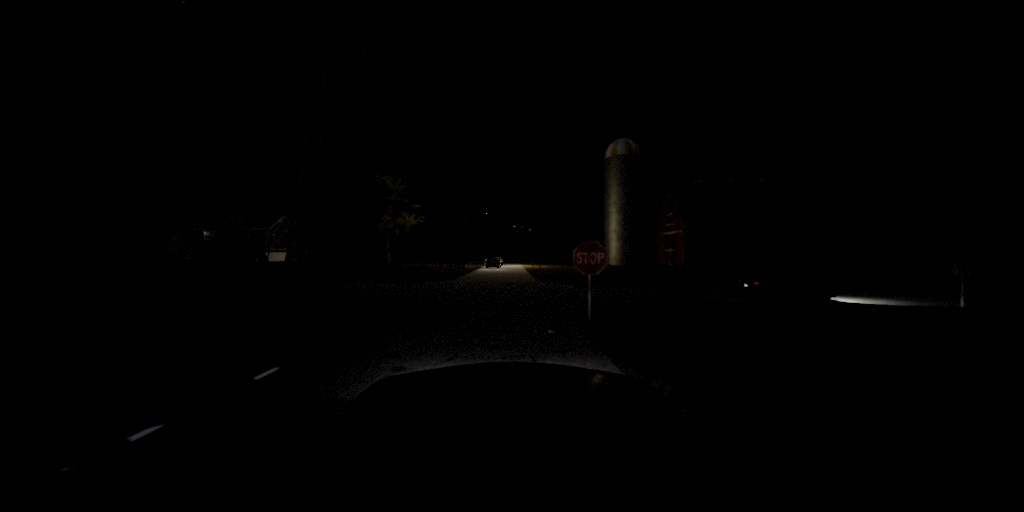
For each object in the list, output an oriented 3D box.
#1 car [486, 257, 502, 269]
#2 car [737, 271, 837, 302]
[{"bbox_3d":[-2.811,1.075,52.727,1.882,1.535,5.008,0,0,0],"label":"car"},{"bbox_3d":[13.925,1.496,18.303,4.181,1.385,1.994,1,0,0],"label":"car"}]
